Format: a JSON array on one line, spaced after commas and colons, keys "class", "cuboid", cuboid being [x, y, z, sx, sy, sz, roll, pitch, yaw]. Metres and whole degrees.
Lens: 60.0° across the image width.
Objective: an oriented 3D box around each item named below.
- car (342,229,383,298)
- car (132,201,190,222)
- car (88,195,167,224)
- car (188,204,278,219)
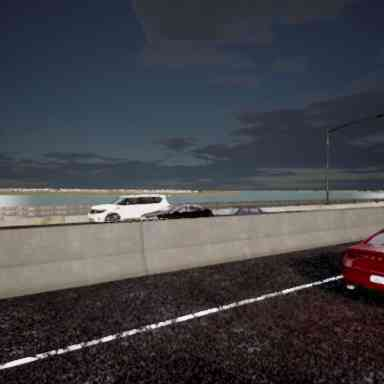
[{"class": "car", "cuboid": [5.449, 1.463, 7.561, 5.008, 1.535, 1.882, 0, 0, -35]}, {"class": "car", "cuboid": [-0.845, 1.475, 20.490, 4.902, 1.511, 2.128, 0, 0, -35]}, {"class": "car", "cuboid": [-4.098, 1.207, 22.486, 5.566, 2.045, 2.150, 0, 0, -35]}, {"class": "car", "cuboid": [2.680, 1.526, 18.689, 5.357, 1.411, 2.033, 0, 0, -35]}]
